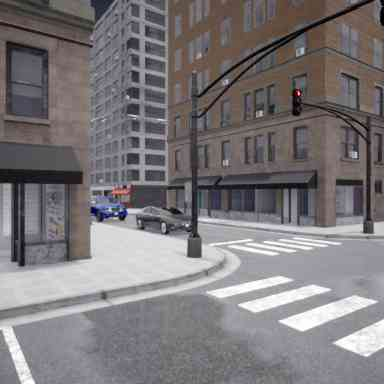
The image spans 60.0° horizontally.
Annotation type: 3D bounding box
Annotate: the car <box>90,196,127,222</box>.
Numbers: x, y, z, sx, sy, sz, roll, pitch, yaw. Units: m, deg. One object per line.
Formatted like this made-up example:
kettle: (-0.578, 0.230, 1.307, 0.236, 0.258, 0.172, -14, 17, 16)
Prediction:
car: (-7.474, 1.338, 27.995, 2.150, 2.045, 5.566, 0, 0, -36)

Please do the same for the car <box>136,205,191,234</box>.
car: (-1.667, 1.578, 19.839, 1.837, 1.490, 4.892, 0, 0, -35)

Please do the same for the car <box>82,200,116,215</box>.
car: (-10.506, 1.649, 37.331, 2.128, 1.511, 4.902, 0, 0, -35)
